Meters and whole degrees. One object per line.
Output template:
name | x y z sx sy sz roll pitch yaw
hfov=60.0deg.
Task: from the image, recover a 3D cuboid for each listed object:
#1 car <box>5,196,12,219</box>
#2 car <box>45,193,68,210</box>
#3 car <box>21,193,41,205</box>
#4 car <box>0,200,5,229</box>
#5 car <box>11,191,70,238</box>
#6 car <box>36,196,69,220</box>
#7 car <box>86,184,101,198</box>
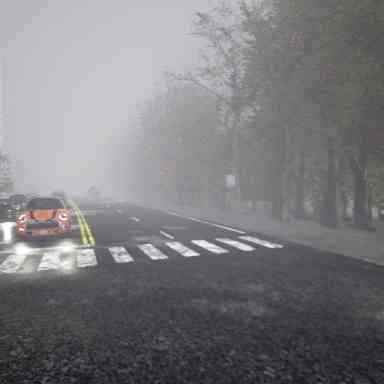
car | -12.931 1.212 22.649 1.994 1.385 4.181 -2 2 -20
car | -14.098 0.909 34.820 2.033 1.411 5.357 -2 2 -21
car | -20.848 0.845 43.192 1.994 1.385 4.181 -2 2 -21
car | -9.934 1.149 14.554 2.097 1.767 4.553 -2 2 -20
car | -6.972 1.058 15.909 2.097 1.767 4.553 -2 2 -20
car | -10.262 1.090 24.790 2.033 1.411 5.357 -2 2 -21
car | -16.780 0.138 56.114 1.511 2.128 4.902 -48 13 -25
